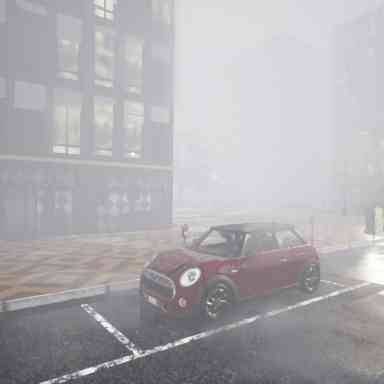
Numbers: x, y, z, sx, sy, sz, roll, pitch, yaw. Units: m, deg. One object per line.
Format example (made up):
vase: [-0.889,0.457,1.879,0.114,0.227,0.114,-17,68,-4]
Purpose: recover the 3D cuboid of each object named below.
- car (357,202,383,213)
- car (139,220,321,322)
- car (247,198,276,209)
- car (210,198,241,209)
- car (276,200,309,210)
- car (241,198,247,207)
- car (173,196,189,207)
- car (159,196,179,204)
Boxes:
car: [20.992,1.730,37.567,1.947,1.339,4.313,1,-1,-35]
car: [0.905,1.442,7.195,4.097,1.590,1.967,0,1,-36]
car: [11.160,1.800,51.450,1.887,1.381,4.507,1,-1,-35]
car: [4.318,1.678,46.612,2.008,1.369,4.403,1,-1,-35]
car: [14.437,1.806,46.822,1.802,1.307,4.206,1,-1,-35]
car: [7.883,1.726,56.079,1.967,1.590,4.097,1,-1,-35]
car: [-2.236,1.733,55.867,1.887,1.381,4.507,1,-1,-35]
car: [-5.225,1.724,74.591,2.192,1.841,5.009,1,-1,-35]
